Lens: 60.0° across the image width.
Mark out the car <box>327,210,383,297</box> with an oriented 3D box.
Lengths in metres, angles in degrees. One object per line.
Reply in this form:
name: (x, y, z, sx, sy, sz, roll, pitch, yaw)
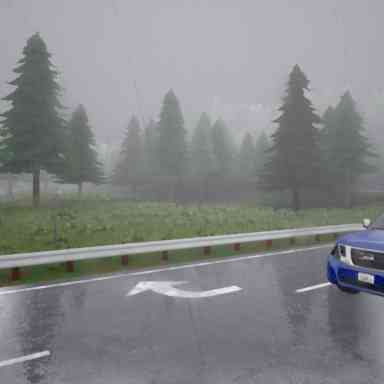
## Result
car: (5.514, 1.222, 7.571, 5.566, 2.045, 2.150, 0, 0, -33)
